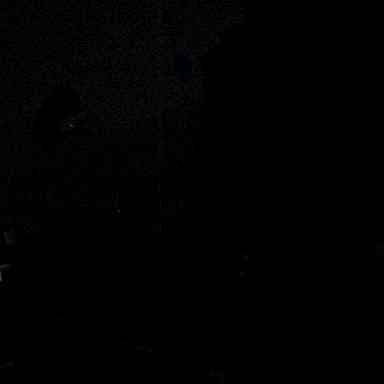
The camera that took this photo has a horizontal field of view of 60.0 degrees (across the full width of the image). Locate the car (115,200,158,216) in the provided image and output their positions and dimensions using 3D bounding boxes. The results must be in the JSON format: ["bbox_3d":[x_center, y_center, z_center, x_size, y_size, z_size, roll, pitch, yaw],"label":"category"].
[{"bbox_3d":[-5.295,1.522,32.498,2.128,1.511,4.902,-1,0,36],"label":"car"}]

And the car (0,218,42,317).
[{"bbox_3d":[-4.874,1.380,6.285,5.009,1.841,2.192,-1,0,35],"label":"car"}]

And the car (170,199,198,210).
[{"bbox_3d":[-1.029,1.592,43.426,1.994,1.385,4.181,-1,0,36],"label":"car"}]
